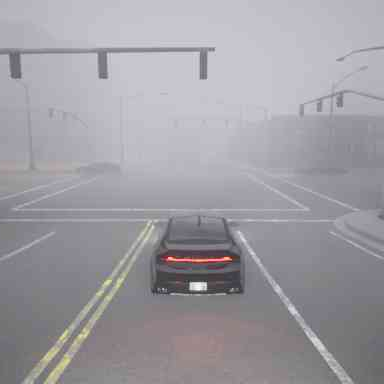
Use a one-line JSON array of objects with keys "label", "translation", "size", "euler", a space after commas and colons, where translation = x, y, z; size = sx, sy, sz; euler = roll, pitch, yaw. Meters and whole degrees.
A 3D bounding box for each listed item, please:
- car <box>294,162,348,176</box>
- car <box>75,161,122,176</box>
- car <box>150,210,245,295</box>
[{"label": "car", "translation": [13.791, -2.477, 35.630], "size": [5.357, 1.411, 2.033], "euler": [0, 8, 1]}, {"label": "car", "translation": [-10.023, -2.527, 35.752], "size": [4.892, 1.490, 1.837], "euler": [0, 8, 0]}, {"label": "car", "translation": [0.113, 1.197, 8.086], "size": [1.837, 1.490, 4.892], "euler": [0, 4, 0]}]
